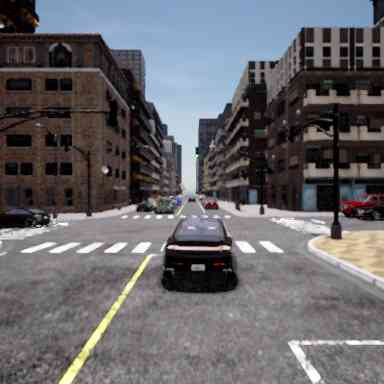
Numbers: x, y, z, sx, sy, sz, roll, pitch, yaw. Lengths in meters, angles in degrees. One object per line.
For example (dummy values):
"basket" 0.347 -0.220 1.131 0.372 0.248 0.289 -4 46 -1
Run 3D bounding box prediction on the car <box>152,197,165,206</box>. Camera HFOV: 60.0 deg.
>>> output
"car" -5.695 1.692 57.426 1.752 1.417 4.829 0 0 0

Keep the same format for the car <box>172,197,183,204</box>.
"car" -3.005 1.748 68.368 2.033 1.411 5.357 0 0 0

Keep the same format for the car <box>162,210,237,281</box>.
"car" 0.294 1.517 9.997 2.128 1.511 4.902 0 0 4

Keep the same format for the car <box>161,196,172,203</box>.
"car" -5.696 1.664 74.644 1.967 1.590 4.097 0 0 0

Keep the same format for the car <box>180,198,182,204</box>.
"car" -3.012 1.646 57.800 1.882 1.535 5.008 0 0 0

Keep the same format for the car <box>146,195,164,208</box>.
"car" -5.695 1.464 51.914 2.192 1.841 5.009 0 0 0

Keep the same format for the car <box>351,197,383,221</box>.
"car" 14.562 1.291 24.295 4.674 1.442 1.812 -1 0 -1

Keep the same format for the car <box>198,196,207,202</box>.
"car" 2.684 1.815 86.010 2.008 1.369 4.403 0 0 0

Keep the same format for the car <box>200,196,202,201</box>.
"car" 2.686 1.590 51.916 1.967 1.590 4.097 0 0 0

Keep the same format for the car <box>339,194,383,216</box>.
"car" 14.557 1.082 26.867 5.009 1.841 2.192 -1 1 0

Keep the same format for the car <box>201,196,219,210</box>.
"car" 2.686 1.572 46.234 1.967 1.590 4.097 0 0 0

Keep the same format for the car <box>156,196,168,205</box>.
"car" -5.695 1.626 63.279 1.967 1.590 4.097 0 0 0

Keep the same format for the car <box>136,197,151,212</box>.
"car" -5.694 1.680 40.549 1.947 1.339 4.313 0 0 0

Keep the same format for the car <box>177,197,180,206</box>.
"car" -3.083 1.736 47.432 1.895 1.301 4.718 0 0 0

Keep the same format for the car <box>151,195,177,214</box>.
"car" -3.069 1.457 37.500 2.097 1.767 4.553 0 0 -1

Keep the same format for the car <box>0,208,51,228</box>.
"car" -12.439 1.826 23.869 4.181 1.385 1.994 -1 0 4

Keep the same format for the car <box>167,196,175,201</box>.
"car" -5.697 1.835 91.690 2.008 1.369 4.403 0 0 0

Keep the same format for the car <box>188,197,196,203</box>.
"car" -0.004 1.794 79.416 1.994 1.385 4.181 0 0 0
